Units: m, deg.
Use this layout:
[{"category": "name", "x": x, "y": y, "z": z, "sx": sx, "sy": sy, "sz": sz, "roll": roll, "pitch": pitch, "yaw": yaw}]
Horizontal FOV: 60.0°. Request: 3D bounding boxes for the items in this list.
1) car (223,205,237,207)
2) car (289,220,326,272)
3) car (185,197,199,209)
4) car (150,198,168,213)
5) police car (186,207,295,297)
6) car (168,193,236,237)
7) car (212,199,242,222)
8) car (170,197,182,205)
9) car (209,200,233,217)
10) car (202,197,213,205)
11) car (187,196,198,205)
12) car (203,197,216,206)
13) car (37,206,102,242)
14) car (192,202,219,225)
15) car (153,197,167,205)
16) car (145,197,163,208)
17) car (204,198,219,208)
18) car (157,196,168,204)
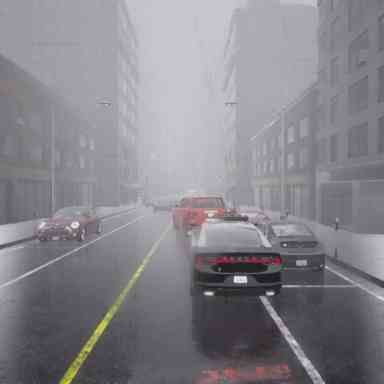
[{"category": "car", "x": 2.756, "y": 1.544, "z": 16.057, "sx": 1.887, "sy": 1.381, "sz": 4.507, "roll": -1, "pitch": 0, "yaw": 0}, {"category": "car", "x": 2.754, "y": 1.549, "z": 10.551, "sx": 2.008, "sy": 1.369, "sz": 4.403, "roll": -1, "pitch": 0, "yaw": 0}, {"category": "car", "x": 0.030, "y": 1.516, "z": 46.849, "sx": 1.837, "sy": 1.490, "sz": 4.892, "roll": 0, "pitch": 0, "yaw": 1}, {"category": "car", "x": -3.097, "y": 1.606, "z": 36.508, "sx": 1.895, "sy": 1.301, "sz": 4.718, "roll": 0, "pitch": 0, "yaw": 0}, {"category": "police car", "x": 0.901, "y": 1.424, "z": 8.763, "sx": 1.930, "sy": 1.638, "sz": 5.238, "roll": 0, "pitch": 0, "yaw": 0}, {"category": "car", "x": 0.339, "y": 1.210, "z": 18.445, "sx": 2.150, "sy": 2.045, "sz": 5.566, "roll": -1, "pitch": 0, "yaw": -12}, {"category": "car", "x": 2.757, "y": 1.442, "z": 27.067, "sx": 1.967, "sy": 1.590, "sz": 4.097, "roll": -1, "pitch": 0, "yaw": 0}, {"category": "car", "x": -2.987, "y": 1.586, "z": 61.301, "sx": 1.994, "sy": 1.385, "sz": 4.181, "roll": 0, "pitch": 0, "yaw": 0}, {"category": "car", "x": 2.760, "y": 1.548, "z": 32.572, "sx": 1.887, "sy": 1.381, "sz": 4.507, "roll": -1, "pitch": 0, "yaw": 0}, {"category": "car", "x": 2.766, "y": 1.565, "z": 60.098, "sx": 1.887, "sy": 1.381, "sz": 4.507, "roll": -1, "pitch": 0, "yaw": 0}, {"category": "car", "x": 0.014, "y": 1.498, "z": 59.493, "sx": 1.882, "sy": 1.535, "sz": 5.008, "roll": 0, "pitch": 0, "yaw": 0}, {"category": "car", "x": 2.765, "y": 1.561, "z": 54.593, "sx": 1.887, "sy": 1.381, "sz": 4.507, "roll": -1, "pitch": 0, "yaw": 0}, {"category": "car", "x": -5.771, "y": 1.439, "z": 16.059, "sx": 1.967, "sy": 1.590, "sz": 4.097, "roll": -1, "pitch": 0, "yaw": 0}, {"category": "car", "x": 0.906, "y": 1.527, "z": 24.655, "sx": 1.812, "sy": 1.442, "sz": 4.674, "roll": 0, "pitch": 0, "yaw": 0}, {"category": "car", "x": -5.759, "y": 1.571, "z": 60.100, "sx": 2.008, "sy": 1.369, "sz": 4.403, "roll": -1, "pitch": 0, "yaw": 0}, {"category": "car", "x": -5.763, "y": 1.453, "z": 49.090, "sx": 1.967, "sy": 1.590, "sz": 4.097, "roll": -1, "pitch": 0, "yaw": 0}, {"category": "car", "x": 2.764, "y": 1.578, "z": 49.088, "sx": 1.947, "sy": 1.339, "sz": 4.313, "roll": -1, "pitch": 0, "yaw": 0}, {"category": "car", "x": -5.758, "y": 1.570, "z": 65.606, "sx": 1.887, "sy": 1.381, "sz": 4.507, "roll": -1, "pitch": 0, "yaw": 0}]
